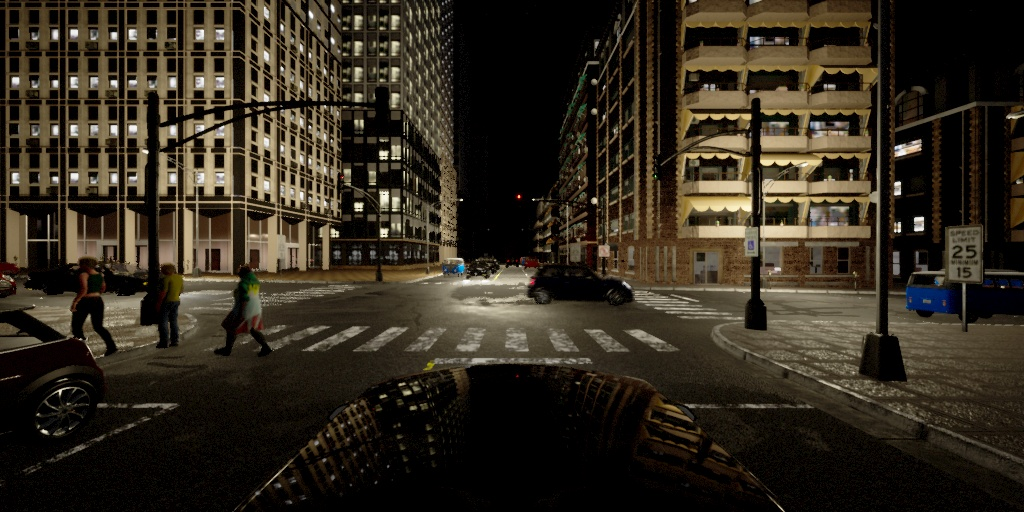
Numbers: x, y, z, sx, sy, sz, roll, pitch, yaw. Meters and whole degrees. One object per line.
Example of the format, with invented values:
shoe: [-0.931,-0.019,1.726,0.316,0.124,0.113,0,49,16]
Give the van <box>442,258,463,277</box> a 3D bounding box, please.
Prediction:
van: [-5.649,1.097,34.812,1.690,1.789,3.998,0,0,0]

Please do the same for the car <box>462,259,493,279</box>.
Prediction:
car: [-3.057,1.260,32.771,1.837,1.490,4.892,0,0,0]

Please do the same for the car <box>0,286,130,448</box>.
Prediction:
car: [-5.689,1.190,2.338,1.967,1.591,4.097,0,0,0]

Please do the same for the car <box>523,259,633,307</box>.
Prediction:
car: [2.895,1.189,15.738,4.553,1.767,2.097,1,0,0]

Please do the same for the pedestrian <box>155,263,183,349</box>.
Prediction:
pedestrian: [-7.385,1.042,7.716,0.375,1.860,0.375,0,0,0]

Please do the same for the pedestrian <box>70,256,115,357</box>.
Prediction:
pedestrian: [-7.620,0.893,6.475,0.375,1.860,0.375,0,0,0]

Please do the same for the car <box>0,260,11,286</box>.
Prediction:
car: [-21.133,0.818,13.125,4.097,1.591,1.967,0,0,0]

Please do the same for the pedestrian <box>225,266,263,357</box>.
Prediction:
pedestrian: [-5.275,1.043,7.072,0.375,1.860,0.375,0,0,0]

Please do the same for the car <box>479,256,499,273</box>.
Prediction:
car: [-3.043,0.982,42.893,2.150,2.045,5.566,0,0,1]

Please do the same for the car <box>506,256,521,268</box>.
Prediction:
car: [0.080,0.994,63.915,2.150,2.045,5.566,0,0,0]

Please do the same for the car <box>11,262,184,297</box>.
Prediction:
car: [-17.739,0.987,15.717,5.357,1.411,2.033,1,0,0]

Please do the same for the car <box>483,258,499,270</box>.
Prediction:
car: [-3.029,1.118,53.209,2.097,1.767,4.553,0,0,0]

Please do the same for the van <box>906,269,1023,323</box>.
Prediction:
van: [16.926,1.453,13.027,3.998,1.789,1.690,0,0,0]

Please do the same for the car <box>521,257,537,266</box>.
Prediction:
car: [2.752,1.079,51.456,2.192,1.841,5.009,0,0,0]
